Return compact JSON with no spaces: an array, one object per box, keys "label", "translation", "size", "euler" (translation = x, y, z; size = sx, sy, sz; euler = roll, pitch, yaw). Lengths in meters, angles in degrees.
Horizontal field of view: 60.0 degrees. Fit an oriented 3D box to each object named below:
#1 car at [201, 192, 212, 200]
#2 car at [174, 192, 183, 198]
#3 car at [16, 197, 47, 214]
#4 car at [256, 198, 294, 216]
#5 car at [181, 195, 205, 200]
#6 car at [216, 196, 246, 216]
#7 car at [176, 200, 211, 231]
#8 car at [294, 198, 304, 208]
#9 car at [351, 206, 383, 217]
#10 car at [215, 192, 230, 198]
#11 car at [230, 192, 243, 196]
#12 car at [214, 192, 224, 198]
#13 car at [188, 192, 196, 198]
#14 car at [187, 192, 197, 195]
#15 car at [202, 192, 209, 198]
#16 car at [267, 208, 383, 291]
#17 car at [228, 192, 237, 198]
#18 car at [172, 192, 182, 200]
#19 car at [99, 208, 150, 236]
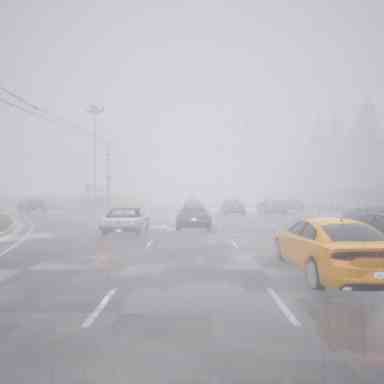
[{"label":"car","translation":[3.479,0.809,75.970],"size":[2.097,1.767,4.553],"euler":[0,0,0]},{"label":"car","translation":[-3.524,0.767,86.001],"size":[2.033,1.411,5.357],"euler":[0,0,0]},{"label":"car","translation":[-15.634,1.285,32.364],"size":[1.837,1.490,4.892],"euler":[0,0,-40]},{"label":"car","translation":[7.092,1.333,29.907],"size":[2.033,1.411,5.357],"euler":[0,0,0]},{"label":"car","translation":[0.089,1.311,35.804],"size":[1.994,1.385,4.181],"euler":[0,0,0]},{"label":"car","translation":[3.591,1.335,29.903],"size":[2.033,1.411,5.357],"euler":[0,0,0]},{"label":"car","translation":[0.094,1.423,19.704],"size":[1.994,1.385,4.181],"euler":[0,0,0]},{"label":"car","translation":[10.590,1.305,35.903],"size":[1.994,1.385,4.181],"euler":[0,0,0]},{"label":"car","translation":[7.096,1.459,11.936],"size":[2.033,1.411,5.357],"euler":[0,0,0]},{"label":"car","translation":[6.979,0.976,76.002],"size":[1.812,1.442,4.674],"euler":[0,0,0]},{"label":"car","translation":[10.479,0.978,75.586],"size":[2.128,1.511,4.902],"euler":[0,0,0]},{"label":"car","translation":[6.976,0.761,86.004],"size":[2.033,1.411,5.357],"euler":[0,0,0]},{"label":"car","translation":[-0.024,0.725,86.002],"size":[1.837,1.490,4.892],"euler":[0,0,0]},{"label":"car","translation":[-0.021,0.811,75.969],"size":[2.097,1.767,4.553],"euler":[0,0,0]},{"label":"car","translation":[3.476,0.723,86.003],"size":[1.837,1.490,4.892],"euler":[0,0,0]},{"label":"car","translation":[3.597,1.412,8.818],"size":[1.882,1.535,5.008],"euler":[0,0,0]},{"label":"car","translation":[10.476,0.720,86.005],"size":[1.837,1.490,4.892],"euler":[0,0,0]},{"label":"car","translation":[-3.521,0.813,75.968],"size":[2.097,1.767,4.553],"euler":[0,0,0]},{"label":"car","translation":[-3.405,1.475,17.658],"size":[1.895,1.301,4.718],"euler":[0,0,0]}]
